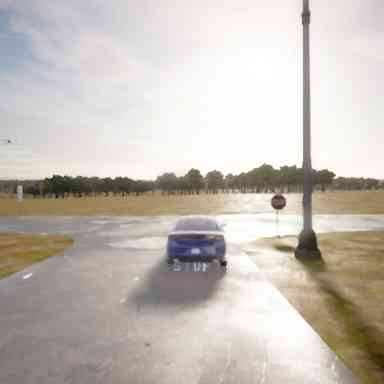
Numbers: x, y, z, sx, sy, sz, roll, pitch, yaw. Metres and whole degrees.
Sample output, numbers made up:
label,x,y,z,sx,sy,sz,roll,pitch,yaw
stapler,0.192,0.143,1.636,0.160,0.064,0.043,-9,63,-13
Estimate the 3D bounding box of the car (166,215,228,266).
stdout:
label,x,y,z,sx,sy,sz,roll,pitch,yaw
car,0.243,1.554,11.959,1.882,1.535,5.008,0,0,3
